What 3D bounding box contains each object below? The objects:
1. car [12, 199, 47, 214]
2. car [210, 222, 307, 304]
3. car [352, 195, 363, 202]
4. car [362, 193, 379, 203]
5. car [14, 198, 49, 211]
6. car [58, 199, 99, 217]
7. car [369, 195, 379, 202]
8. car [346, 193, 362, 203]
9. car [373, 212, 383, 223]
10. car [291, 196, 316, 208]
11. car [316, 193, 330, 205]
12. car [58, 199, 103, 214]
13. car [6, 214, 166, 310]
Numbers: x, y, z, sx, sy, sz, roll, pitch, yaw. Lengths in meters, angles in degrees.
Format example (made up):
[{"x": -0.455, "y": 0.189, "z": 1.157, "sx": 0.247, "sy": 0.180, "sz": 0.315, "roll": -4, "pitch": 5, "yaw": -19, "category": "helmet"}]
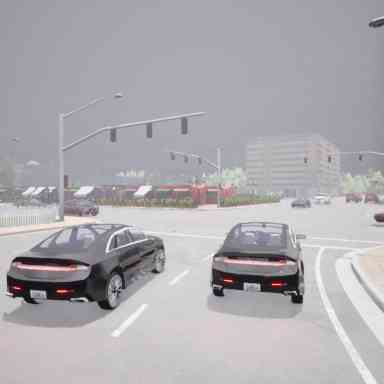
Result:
[{"x": -18.187, "y": 1.619, "z": 36.866, "sx": 4.181, "sy": 1.385, "sz": 1.994, "roll": 0, "pitch": 0, "yaw": 32, "category": "car"}, {"x": 1.764, "y": 1.492, "z": 8.294, "sx": 2.128, "sy": 1.511, "sz": 4.902, "roll": 0, "pitch": 0, "yaw": 16, "category": "car"}, {"x": 39.554, "y": 1.540, "z": 79.492, "sx": 2.033, "sy": 1.411, "sz": 5.357, "roll": 0, "pitch": 0, "yaw": 32, "category": "car"}, {"x": 36.783, "y": 1.225, "z": 68.284, "sx": 2.150, "sy": 2.045, "sz": 5.566, "roll": 0, "pitch": 0, "yaw": 32, "category": "car"}, {"x": -20.445, "y": 1.581, "z": 42.404, "sx": 4.674, "sy": 1.442, "sz": 1.812, "roll": 0, "pitch": 0, "yaw": 32, "category": "car"}, {"x": -11.065, "y": 1.619, "z": 32.404, "sx": 4.181, "sy": 1.385, "sz": 1.994, "roll": 0, "pitch": 0, "yaw": 32, "category": "car"}, {"x": 42.319, "y": 1.524, "z": 77.306, "sx": 1.812, "sy": 1.442, "sz": 4.674, "roll": 0, "pitch": 0, "yaw": 32, "category": "car"}, {"x": 33.993, "y": 1.225, "z": 70.429, "sx": 2.150, "sy": 2.045, "sz": 5.566, "roll": 0, "pitch": 0, "yaw": 32, "category": "car"}, {"x": 14.232, "y": 1.642, "z": 20.928, "sx": 4.718, "sy": 1.301, "sz": 1.895, "roll": 1, "pitch": 1, "yaw": 40, "category": "car"}, {"x": 15.581, "y": 1.547, "z": 47.301, "sx": 2.033, "sy": 1.411, "sz": 5.357, "roll": 0, "pitch": 0, "yaw": 32, "category": "car"}, {"x": 23.391, "y": 1.221, "z": 59.941, "sx": 2.150, "sy": 2.045, "sz": 5.566, "roll": 0, "pitch": 0, "yaw": 32, "category": "car"}, {"x": -12.635, "y": 1.547, "z": 37.527, "sx": 4.902, "sy": 1.511, "sz": 2.128, "roll": 0, "pitch": 0, "yaw": 32, "category": "car"}, {"x": -2.053, "y": 1.492, "z": 7.909, "sx": 2.128, "sy": 1.511, "sz": 4.902, "roll": 0, "pitch": 0, "yaw": 12, "category": "car"}]
